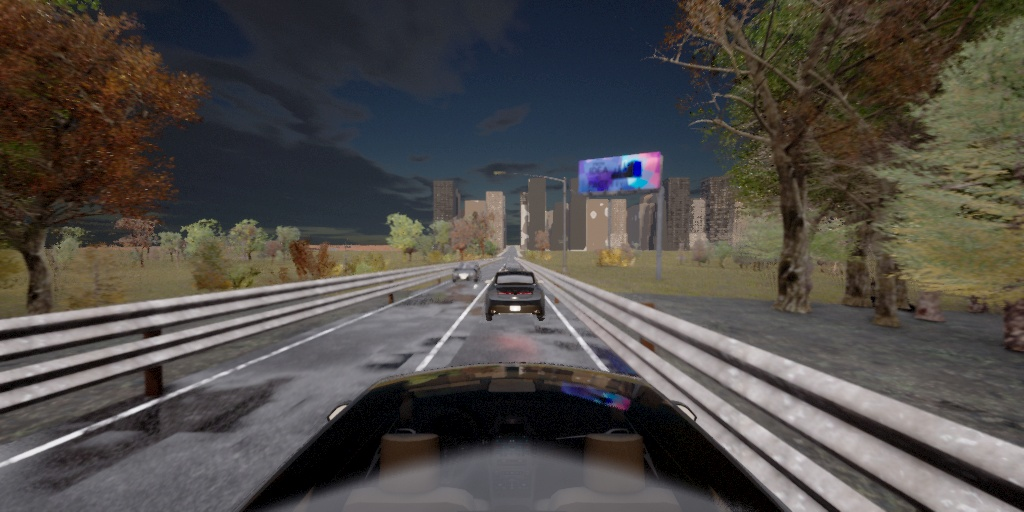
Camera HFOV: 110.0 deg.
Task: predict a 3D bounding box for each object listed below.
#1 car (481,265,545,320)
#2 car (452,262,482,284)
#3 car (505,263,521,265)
[{"bbox_3d":[0.093,1.251,12.674,1.837,1.490,4.892,0,0,0],"label":"car"},{"bbox_3d":[-3.346,1.232,27.257,2.128,1.511,4.902,0,0,0],"label":"car"},{"bbox_3d":[0.085,1.339,33.826,1.895,1.301,4.718,0,0,0],"label":"car"}]
